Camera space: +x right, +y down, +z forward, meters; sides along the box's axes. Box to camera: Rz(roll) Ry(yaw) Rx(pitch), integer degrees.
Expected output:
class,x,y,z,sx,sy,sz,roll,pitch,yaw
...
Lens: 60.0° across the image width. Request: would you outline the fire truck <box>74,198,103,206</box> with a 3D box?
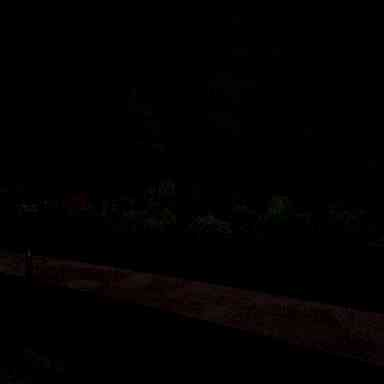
class,x,y,z,sx,sy,sz,roll,pitch,yaw
fire truck,-17.263,0.405,49.330,2.891,3.827,8.468,0,0,31
